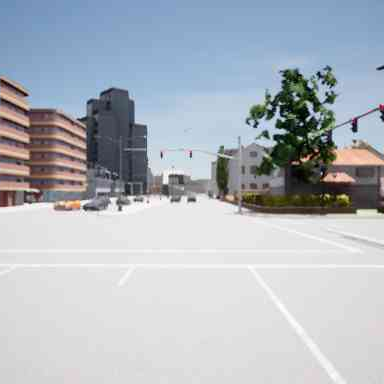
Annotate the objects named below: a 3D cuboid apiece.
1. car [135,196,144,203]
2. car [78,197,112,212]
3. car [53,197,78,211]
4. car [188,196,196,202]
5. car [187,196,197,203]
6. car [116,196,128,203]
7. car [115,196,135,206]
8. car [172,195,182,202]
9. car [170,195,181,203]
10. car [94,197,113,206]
[{"bbox_3d":[-11.553,1.526,72.303,2.033,1.411,5.357,0,0,0],"label":"car"},{"bbox_3d":[-11.622,1.579,40.268,2.033,1.411,5.357,0,0,0],"label":"car"},{"bbox_3d":[-15.118,1.385,40.532,2.097,1.767,4.553,0,0,0],"label":"car"},{"bbox_3d":[-0.058,1.585,80.097,1.994,1.385,4.181,0,0,0],"label":"car"},{"bbox_3d":[-0.051,1.531,69.681,1.882,1.535,5.008,0,0,0],"label":"car"},{"bbox_3d":[-15.052,1.525,71.742,1.812,1.442,4.674,0,0,0],"label":"car"},{"bbox_3d":[-11.601,1.593,56.494,2.033,1.411,5.357,0,0,0],"label":"car"},{"bbox_3d":[-3.558,1.557,80.095,2.128,1.511,4.902,0,0,0],"label":"car"},{"bbox_3d":[-3.551,1.579,69.678,2.128,1.511,4.902,0,0,0],"label":"car"},{"bbox_3d":[-15.097,1.610,56.942,1.994,1.385,4.181,0,0,0],"label":"car"}]
